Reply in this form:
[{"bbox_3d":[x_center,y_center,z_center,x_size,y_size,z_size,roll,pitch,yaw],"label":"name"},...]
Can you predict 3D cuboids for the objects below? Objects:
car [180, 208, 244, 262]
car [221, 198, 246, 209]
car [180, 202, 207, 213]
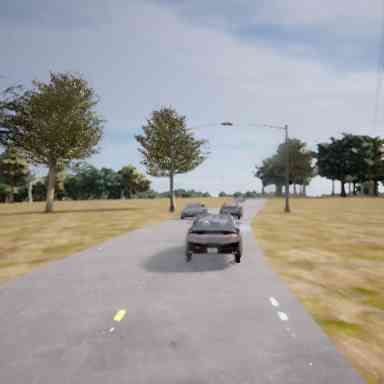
[{"bbox_3d":[0.830,1.551,12.387,2.128,1.511,4.902,0,0,5],"label":"car"},{"bbox_3d":[3.666,1.632,30.332,2.128,1.511,4.902,0,0,12],"label":"car"},{"bbox_3d":[0.251,1.663,29.770,1.837,1.490,4.892,-1,0,12],"label":"car"}]
